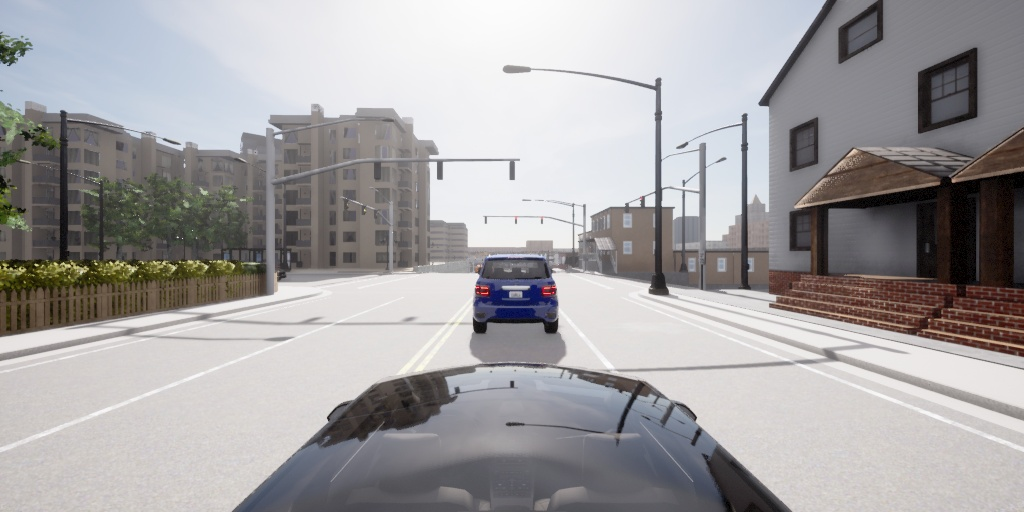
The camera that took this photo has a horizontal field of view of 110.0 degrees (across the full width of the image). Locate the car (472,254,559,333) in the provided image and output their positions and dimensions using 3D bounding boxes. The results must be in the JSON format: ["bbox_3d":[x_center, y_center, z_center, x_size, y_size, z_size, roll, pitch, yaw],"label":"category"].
[{"bbox_3d":[0.100,0.971,10.866,2.150,2.045,5.566,0,0,0],"label":"car"}]

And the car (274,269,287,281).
[{"bbox_3d":[-20.347,1.255,28.067,4.892,1.490,1.837,0,0,1],"label":"car"}]

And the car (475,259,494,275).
[{"bbox_3d":[-3.562,1.506,46.886,2.097,1.767,4.553,1,-5,0],"label":"car"}]
